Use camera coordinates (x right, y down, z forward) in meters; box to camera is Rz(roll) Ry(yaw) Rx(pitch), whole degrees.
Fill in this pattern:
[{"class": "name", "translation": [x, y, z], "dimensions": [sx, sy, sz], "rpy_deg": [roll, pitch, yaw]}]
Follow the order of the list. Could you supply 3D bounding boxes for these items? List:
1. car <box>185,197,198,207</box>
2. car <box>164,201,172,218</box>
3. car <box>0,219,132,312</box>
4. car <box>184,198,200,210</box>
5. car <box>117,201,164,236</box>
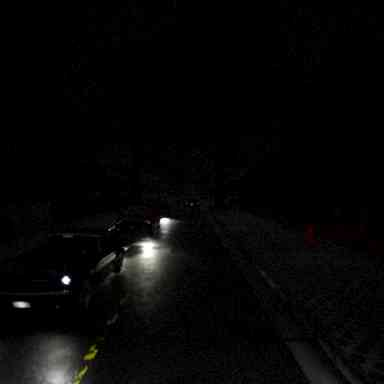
[{"class": "car", "translation": [-0.081, 1.501, 51.594], "dimensions": [1.895, 1.301, 4.718], "rpy_deg": [0, 0, 0]}, {"class": "car", "translation": [-2.840, 1.462, 29.043], "dimensions": [1.994, 1.385, 4.181], "rpy_deg": [0, 0, 0]}, {"class": "car", "translation": [-2.849, 1.562, 7.757], "dimensions": [1.895, 1.301, 4.718], "rpy_deg": [0, 0, 0]}, {"class": "car", "translation": [0.015, 1.454, 41.848], "dimensions": [1.994, 1.385, 4.181], "rpy_deg": [0, 0, 0]}, {"class": "car", "translation": [-2.832, 1.400, 18.230], "dimensions": [1.882, 1.535, 5.008], "rpy_deg": [0, 0, 0]}]
